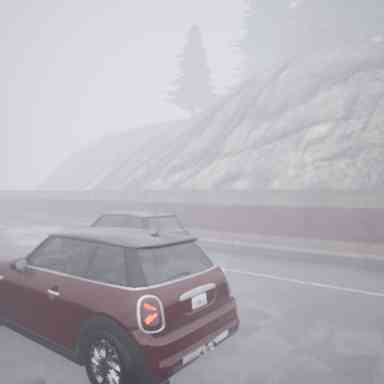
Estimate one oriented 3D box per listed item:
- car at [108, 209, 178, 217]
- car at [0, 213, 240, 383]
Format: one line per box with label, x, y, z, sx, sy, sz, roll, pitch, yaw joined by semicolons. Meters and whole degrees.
car;-2.080;1.357;10.233;4.553;1.767;2.097;0;0;39
car;-1.600;1.354;5.373;4.553;1.767;2.097;0;0;37
